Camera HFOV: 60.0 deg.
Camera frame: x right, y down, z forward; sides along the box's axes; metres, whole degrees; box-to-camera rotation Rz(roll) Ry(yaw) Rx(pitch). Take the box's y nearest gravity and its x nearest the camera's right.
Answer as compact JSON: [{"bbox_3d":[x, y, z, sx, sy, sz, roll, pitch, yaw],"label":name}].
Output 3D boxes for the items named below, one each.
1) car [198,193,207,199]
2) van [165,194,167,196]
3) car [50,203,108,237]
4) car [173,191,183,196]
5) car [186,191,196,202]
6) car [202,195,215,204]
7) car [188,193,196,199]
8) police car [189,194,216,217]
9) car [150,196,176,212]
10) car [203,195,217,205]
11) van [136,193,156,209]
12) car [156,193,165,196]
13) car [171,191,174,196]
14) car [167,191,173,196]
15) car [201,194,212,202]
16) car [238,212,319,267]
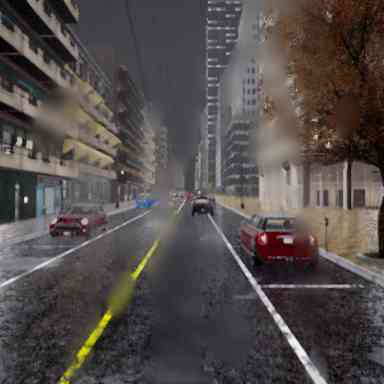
[{"bbox_3d":[2.716,1.009,85.365,2.008,1.369,4.403,1,0,0],"label":"car"},{"bbox_3d":[-5.664,1.003,56.991,1.690,1.788,3.998,1,0,0],"label":"van"},{"bbox_3d":[-5.672,1.352,17.097,1.967,1.590,4.097,1,0,0],"label":"car"},{"bbox_3d":[-2.990,0.848,78.646,1.994,1.385,4.181,0,0,0],"label":"car"},{"bbox_3d":[0.008,0.836,65.276,2.150,2.045,5.566,0,0,0],"label":"car"},{"bbox_3d":[2.712,1.214,56.874,2.008,1.369,4.403,1,0,0],"label":"car"},{"bbox_3d":[0.010,0.901,80.249,1.837,1.490,4.892,0,0,0],"label":"car"},{"bbox_3d":[0.904,1.262,29.907,1.930,1.638,5.238,0,0,0],"label":"police car"},{"bbox_3d":[-3.091,1.396,36.397,1.895,1.301,4.718,0,0,0],"label":"car"},{"bbox_3d":[2.711,1.252,51.177,2.008,1.369,4.403,1,0,0],"label":"car"},{"bbox_3d":[-5.667,1.115,39.893,1.690,1.788,3.998,1,0,0],"label":"van"},{"bbox_3d":[-5.669,1.266,51.295,1.947,1.339,4.313,1,0,0],"label":"car"},{"bbox_3d":[-5.667,1.123,74.087,1.802,1.307,4.206,1,0,0],"label":"car"},{"bbox_3d":[-5.667,1.133,68.389,2.008,1.369,4.403,1,0,0],"label":"car"},{"bbox_3d":[2.713,1.169,62.572,1.887,1.381,4.507,1,0,0],"label":"car"},{"bbox_3d":[2.707,1.384,11.288,1.967,1.590,4.097,1,0,0],"label":"car"}]
